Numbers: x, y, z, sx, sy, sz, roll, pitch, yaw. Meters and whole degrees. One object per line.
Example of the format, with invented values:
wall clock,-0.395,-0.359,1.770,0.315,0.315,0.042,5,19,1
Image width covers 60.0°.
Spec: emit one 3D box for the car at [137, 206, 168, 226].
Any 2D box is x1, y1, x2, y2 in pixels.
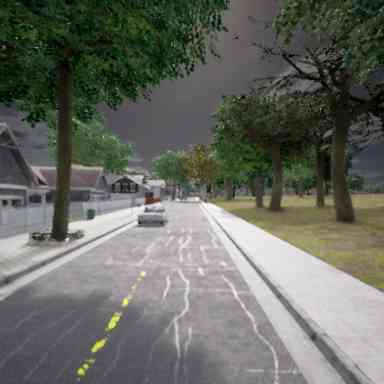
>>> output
car,-2.836,1.718,24.718,1.895,1.301,4.718,0,0,0
